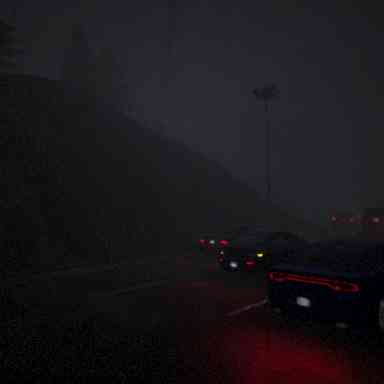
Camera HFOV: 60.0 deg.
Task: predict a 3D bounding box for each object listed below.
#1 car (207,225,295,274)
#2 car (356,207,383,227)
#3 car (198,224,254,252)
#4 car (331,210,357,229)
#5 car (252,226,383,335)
[{"bbox_3d":[2.845,2.036,11.666,1.812,1.442,4.674,-4,-4,44],"label":"car"},{"bbox_3d":[14.768,2.160,25.929,2.150,2.045,5.566,-3,-3,37],"label":"car"},{"bbox_3d":[2.565,2.289,16.416,2.033,1.411,5.357,-4,-4,42],"label":"car"},{"bbox_3d":[15.146,2.601,32.619,2.097,1.767,4.553,-3,-3,34],"label":"car"},{"bbox_3d":[3.646,1.771,7.451,1.882,1.535,5.008,-4,-4,45],"label":"car"}]
